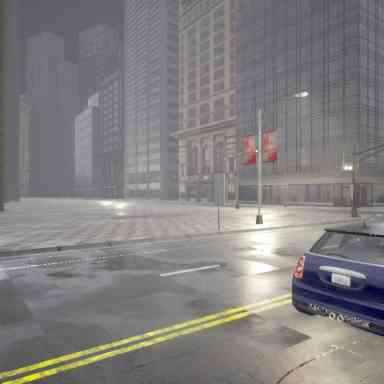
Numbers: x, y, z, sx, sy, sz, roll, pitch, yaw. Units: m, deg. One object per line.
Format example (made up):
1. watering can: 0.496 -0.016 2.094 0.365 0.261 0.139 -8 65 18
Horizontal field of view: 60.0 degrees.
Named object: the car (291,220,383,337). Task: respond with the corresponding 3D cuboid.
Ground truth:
1. car: 3.992 1.352 6.303 4.553 1.767 2.097 0 0 -36
